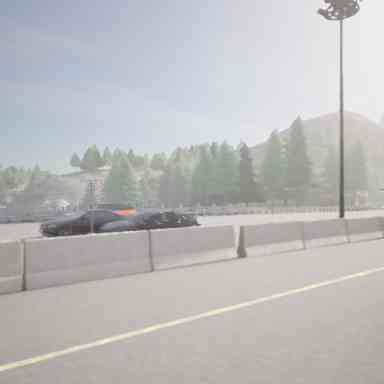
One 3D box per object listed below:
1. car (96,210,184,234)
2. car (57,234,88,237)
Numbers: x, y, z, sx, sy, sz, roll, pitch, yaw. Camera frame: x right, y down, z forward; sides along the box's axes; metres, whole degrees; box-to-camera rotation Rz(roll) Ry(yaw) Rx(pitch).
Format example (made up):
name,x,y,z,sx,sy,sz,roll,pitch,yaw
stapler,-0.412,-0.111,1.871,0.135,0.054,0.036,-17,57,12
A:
name,x,y,z,sx,sy,sz,roll,pitch,yaw
car,-1.882,1.608,15.582,4.892,1.490,1.837,1,-1,-36
car,-5.359,1.623,17.391,4.674,1.442,1.812,1,-1,-36
